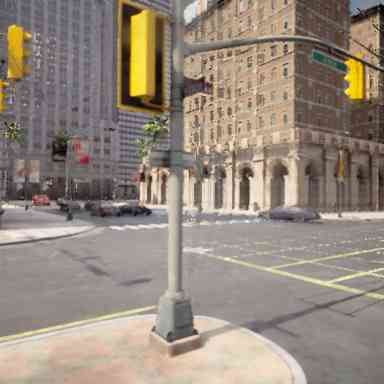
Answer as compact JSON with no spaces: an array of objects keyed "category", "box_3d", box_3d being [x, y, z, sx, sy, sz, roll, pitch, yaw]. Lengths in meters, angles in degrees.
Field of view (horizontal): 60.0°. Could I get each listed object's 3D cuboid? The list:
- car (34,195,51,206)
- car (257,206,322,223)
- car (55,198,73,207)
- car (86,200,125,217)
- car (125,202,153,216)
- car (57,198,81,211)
[{"category":"car","box_3d":[-27.601,1.552,61.175,2.150,2.045,5.566,1,-1,-35]},{"category":"car","box_3d":[8.490,1.903,29.162,5.357,1.411,2.033,0,-1,38]},{"category":"car","box_3d":[-23.833,1.879,61.851,2.128,1.511,4.902,1,-1,-34]},{"category":"car","box_3d":[-8.937,1.777,34.228,1.812,1.442,4.674,1,-1,-35]},{"category":"car","box_3d":[-6.291,1.844,36.539,2.033,1.411,5.357,1,-1,-35]},{"category":"car","box_3d":[-16.481,1.791,44.975,1.837,1.490,4.892,1,0,-35]}]
